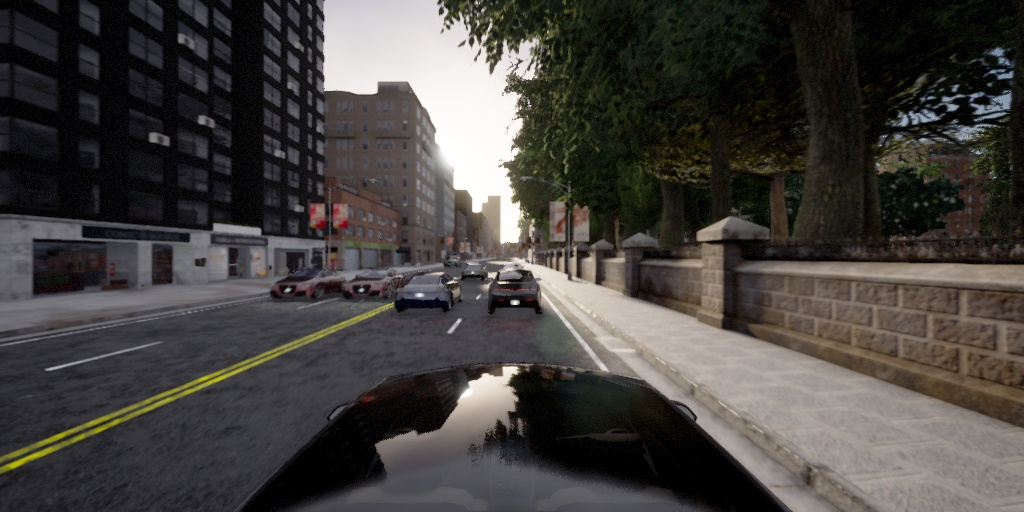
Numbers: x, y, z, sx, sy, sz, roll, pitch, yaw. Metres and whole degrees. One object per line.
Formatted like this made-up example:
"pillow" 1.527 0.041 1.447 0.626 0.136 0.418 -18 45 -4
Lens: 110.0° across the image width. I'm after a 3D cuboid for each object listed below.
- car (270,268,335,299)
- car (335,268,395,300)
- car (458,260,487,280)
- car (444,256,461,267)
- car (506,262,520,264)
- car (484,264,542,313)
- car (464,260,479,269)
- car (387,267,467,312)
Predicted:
"car" -9.850 1.308 17.728 1.994 1.385 4.181 0 0 0
"car" -6.600 1.308 17.700 1.994 1.385 4.181 0 0 0
"car" -3.152 1.308 30.845 1.994 1.385 4.181 0 0 0
"car" -9.790 0.965 59.279 2.150 2.045 5.566 0 0 1
"car" 0.099 1.270 31.296 1.812 1.442 4.674 0 0 0
"car" 0.099 1.250 13.992 1.837 1.490 4.892 0 0 0
"car" -6.560 1.308 58.463 1.994 1.385 4.181 0 0 0
"car" -3.150 1.309 14.252 1.994 1.385 4.181 0 0 0
